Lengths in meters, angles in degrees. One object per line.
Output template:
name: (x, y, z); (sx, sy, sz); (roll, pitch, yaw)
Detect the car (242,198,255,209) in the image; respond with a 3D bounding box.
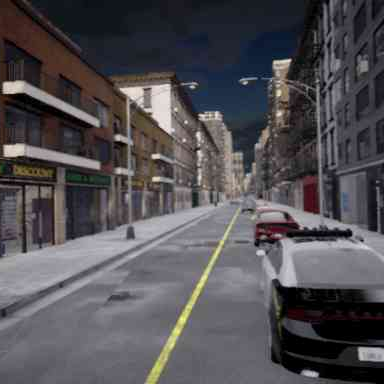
car: (9.395, 1.861, 55.402); (2.097, 1.767, 4.553); (-1, -1, 9)

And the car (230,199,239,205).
car: (9.905, 2.371, 77.070); (1.812, 1.442, 4.674); (-1, -1, 9)

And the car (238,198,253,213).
car: (7.314, 1.919, 42.533); (2.033, 1.411, 5.357); (-1, -1, 9)

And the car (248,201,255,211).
car: (4.810, 1.612, 21.766); (1.801, 1.575, 5.366); (-1, -1, 9)

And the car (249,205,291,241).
car: (3.811, 1.581, 15.656); (1.882, 1.535, 5.008); (-1, -1, 9)

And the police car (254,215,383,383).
police car: (2.214, 1.446, 5.897); (1.930, 1.638, 5.238); (-1, -1, 9)
